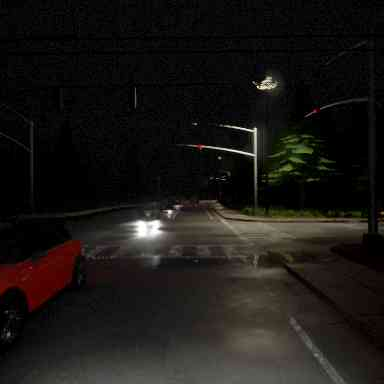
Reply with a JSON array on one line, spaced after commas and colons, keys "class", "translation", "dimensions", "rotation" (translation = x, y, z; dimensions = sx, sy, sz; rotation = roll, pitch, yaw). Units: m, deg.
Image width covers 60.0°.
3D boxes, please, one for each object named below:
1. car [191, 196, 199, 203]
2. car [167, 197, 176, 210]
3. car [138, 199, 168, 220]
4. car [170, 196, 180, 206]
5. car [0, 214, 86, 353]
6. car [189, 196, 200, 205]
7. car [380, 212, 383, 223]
[{"class": "car", "translation": [0.718, 1.630, 75.688], "dimensions": [1.837, 1.490, 4.892], "rotation": [0, 0, 2]}, {"class": "car", "translation": [-3.553, 1.696, 44.750], "dimensions": [1.994, 1.385, 4.181], "rotation": [0, 0, 0]}, {"class": "car", "translation": [-3.574, 1.587, 29.365], "dimensions": [2.128, 1.511, 4.902], "rotation": [0, 0, 0]}, {"class": "car", "translation": [-3.380, 1.521, 59.878], "dimensions": [2.097, 1.767, 4.553], "rotation": [0, 0, 2]}, {"class": "car", "translation": [-3.600, 1.383, 6.123], "dimensions": [2.097, 1.767, 4.553], "rotation": [0, 0, 0]}, {"class": "car", "translation": [0.387, 1.690, 65.381], "dimensions": [1.812, 1.442, 4.674], "rotation": [0, 0, 2]}, {"class": "car", "translation": [15.168, 1.484, 22.040], "dimensions": [5.008, 1.535, 1.882], "rotation": [0, 0, 1]}]
